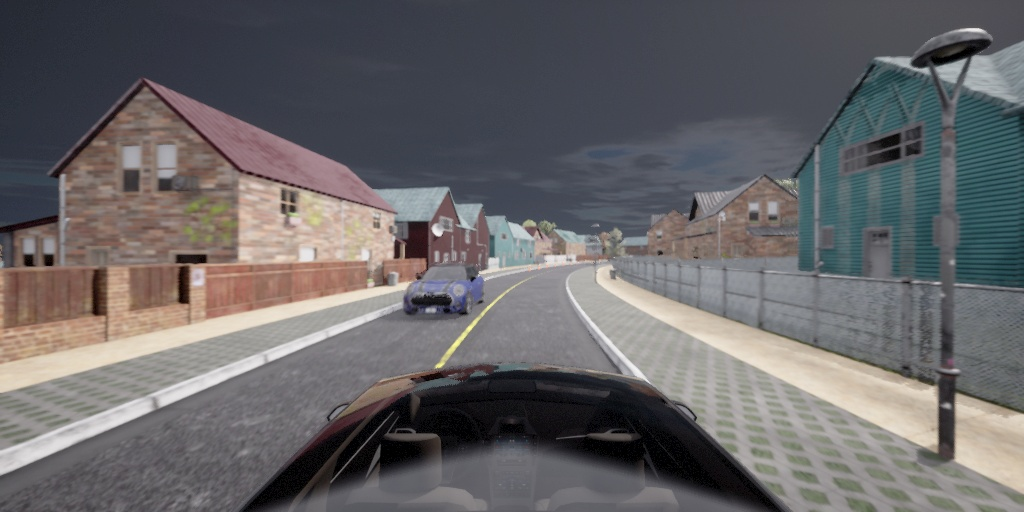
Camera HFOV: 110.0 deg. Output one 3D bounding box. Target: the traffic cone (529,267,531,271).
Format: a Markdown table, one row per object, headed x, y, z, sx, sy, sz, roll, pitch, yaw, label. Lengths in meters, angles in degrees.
| x | y | z | sx | sy | sz | roll | pitch | yaw | label |
| --- | --- | --- | --- | --- | --- | --- | --- | --- | --- |
| 2.255 | 1.571 | 44.628 | 0.340 | 0.580 | 0.340 | 0 | 0 | 16 | traffic cone |

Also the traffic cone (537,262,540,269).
| x | y | z | sx | sy | sz | roll | pitch | yaw | label |
| --- | --- | --- | --- | --- | --- | --- | --- | --- | --- |
| 3.734 | 1.538 | 49.487 | 0.340 | 0.580 | 0.340 | 0 | 0 | 18 | traffic cone |

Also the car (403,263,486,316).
| x | y | z | sx | sy | sz | roll | pitch | yaw | label |
| --- | --- | --- | --- | --- | --- | --- | --- | --- | --- |
| -2.287 | 1.063 | 13.156 | 2.097 | 1.767 | 4.553 | 0 | 0 | 5 | car |

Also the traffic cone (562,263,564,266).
| x | y | z | sx | sy | sz | roll | pitch | yaw | label |
| --- | --- | --- | --- | --- | --- | --- | --- | --- | --- |
| 9.093 | 1.407 | 63.745 | 0.340 | 0.580 | 0.340 | 0 | 0 | 23 | traffic cone |

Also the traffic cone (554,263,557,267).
| x | y | z | sx | sy | sz | roll | pitch | yaw | label |
| --- | --- | --- | --- | --- | --- | --- | --- | --- | --- |
| 7.155 | 1.452 | 59.050 | 0.340 | 0.580 | 0.340 | 0 | 0 | 22 | traffic cone |
